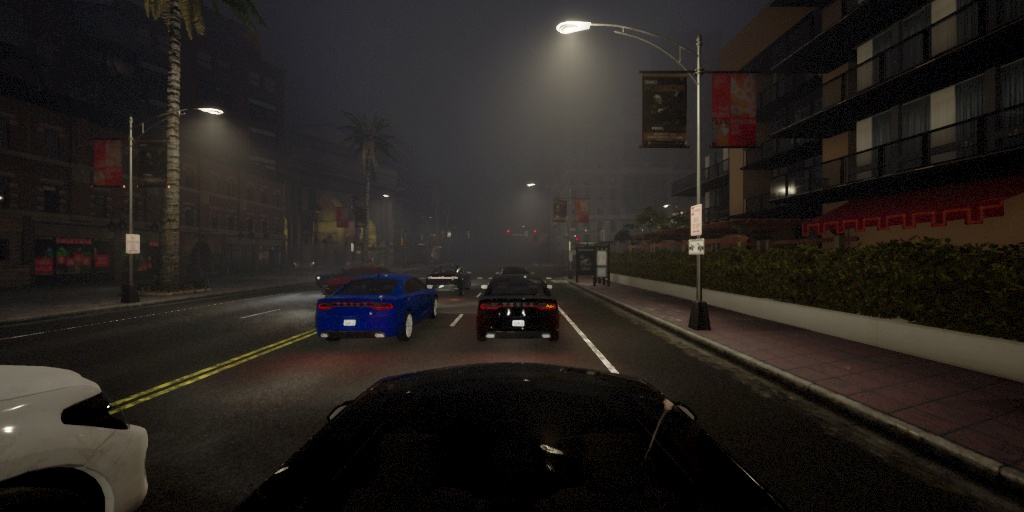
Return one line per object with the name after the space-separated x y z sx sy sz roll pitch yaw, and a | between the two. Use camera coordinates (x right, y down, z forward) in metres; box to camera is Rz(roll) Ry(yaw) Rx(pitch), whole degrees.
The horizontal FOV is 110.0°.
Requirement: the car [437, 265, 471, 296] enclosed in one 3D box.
-3.334 1.242 19.388 2.128 1.511 4.902 0 0 0 | car

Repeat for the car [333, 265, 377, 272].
-7.008 1.227 17.100 1.882 1.535 5.008 0 0 1 | car

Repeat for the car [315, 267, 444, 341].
-3.360 1.228 9.883 1.882 1.535 5.008 0 0 0 | car

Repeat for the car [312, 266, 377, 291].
-10.437 1.351 22.839 1.895 1.301 4.718 0 0 1 | car

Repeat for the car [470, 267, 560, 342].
0.135 1.228 9.848 1.882 1.535 5.008 0 0 0 | car
